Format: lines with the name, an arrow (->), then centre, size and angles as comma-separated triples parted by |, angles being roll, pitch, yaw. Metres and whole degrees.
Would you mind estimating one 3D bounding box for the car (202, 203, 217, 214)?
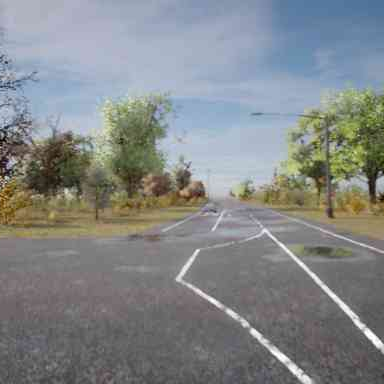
car -> 2.599, 2.342, 47.372 | 1.812, 1.442, 4.674 | -2, -1, 7
